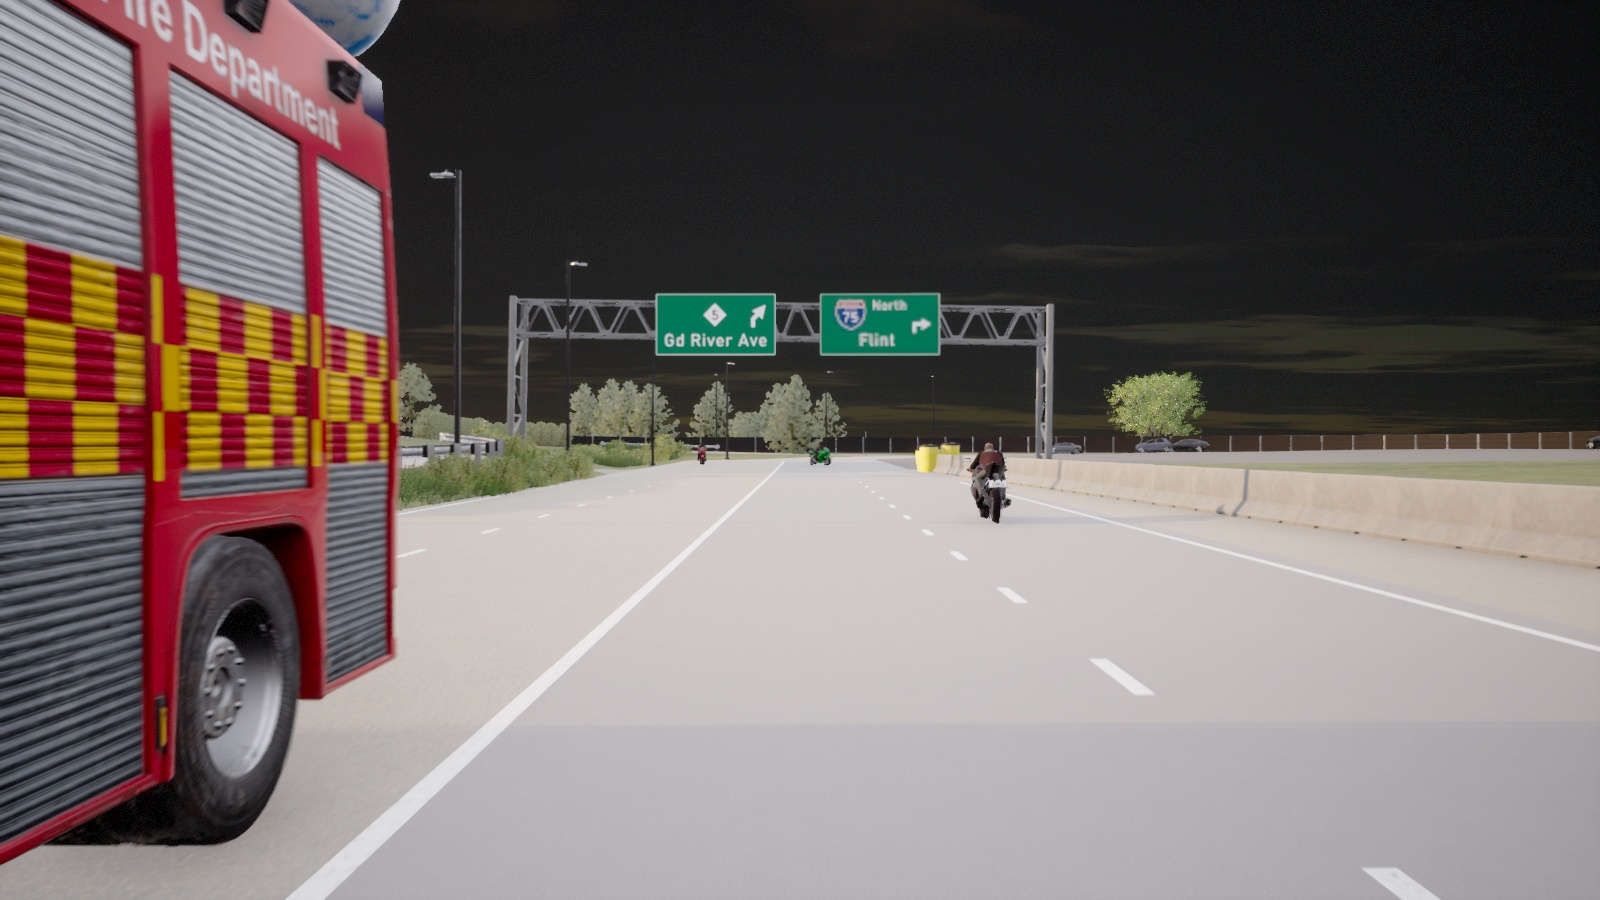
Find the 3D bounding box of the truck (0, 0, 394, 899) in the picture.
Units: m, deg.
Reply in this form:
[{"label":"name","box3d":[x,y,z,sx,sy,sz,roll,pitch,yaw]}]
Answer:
[{"label":"truck","box3d":[-3.473,-0.432,1.957,2.891,3.827,8.468,0,0,0]}]

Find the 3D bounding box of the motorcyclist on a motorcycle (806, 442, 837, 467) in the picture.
[{"label":"motorcyclist on a motorcycle","box3d":[1.315,0.245,77.226,0.797,1.523,2.044,1,0,-39]}]

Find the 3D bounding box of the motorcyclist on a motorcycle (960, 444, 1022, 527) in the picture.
[{"label":"motorcyclist on a motorcycle","box3d":[3.655,0.646,24.241,0.866,1.530,2.191,0,0,0]}]
